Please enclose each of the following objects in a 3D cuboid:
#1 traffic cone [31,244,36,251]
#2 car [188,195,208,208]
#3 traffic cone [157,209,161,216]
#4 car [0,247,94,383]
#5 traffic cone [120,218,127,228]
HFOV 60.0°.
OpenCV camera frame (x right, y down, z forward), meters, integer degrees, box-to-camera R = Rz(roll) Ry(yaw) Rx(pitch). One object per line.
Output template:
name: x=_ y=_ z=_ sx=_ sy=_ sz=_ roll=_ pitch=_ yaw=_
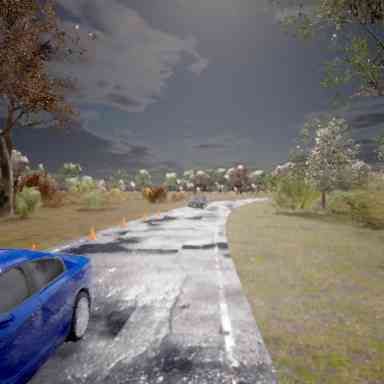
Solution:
traffic cone: x=-4.930 y=1.917 z=10.336 sx=0.340 sy=0.580 sz=0.340 roll=0 pitch=0 yaw=3
car: x=0.827 y=1.208 z=45.208 sx=2.097 sy=1.767 sz=4.553 roll=0 pitch=0 yaw=12
traffic cone: x=-2.995 y=1.867 z=30.480 sx=0.340 sy=0.580 sz=0.340 roll=0 pitch=0 yaw=8
car: x=-2.624 y=1.462 z=3.601 sx=1.882 sy=1.535 sz=5.008 roll=0 pitch=0 yaw=1
traffic cone: x=-4.191 y=1.892 z=20.430 sx=0.340 sy=0.580 sz=0.340 roll=0 pitch=0 yaw=5
